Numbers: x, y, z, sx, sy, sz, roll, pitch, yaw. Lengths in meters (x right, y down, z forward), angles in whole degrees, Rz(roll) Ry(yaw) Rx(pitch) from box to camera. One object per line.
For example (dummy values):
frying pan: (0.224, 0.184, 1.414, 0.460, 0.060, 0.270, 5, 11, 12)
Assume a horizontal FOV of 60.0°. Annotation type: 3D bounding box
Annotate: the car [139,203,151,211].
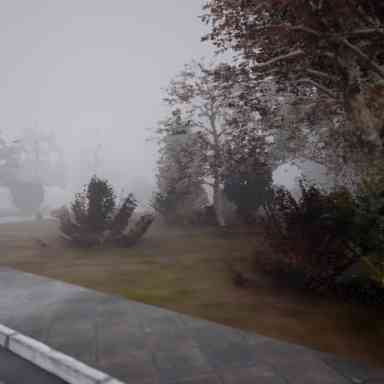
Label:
car: (-7.613, 2.517, 61.254, 2.097, 1.767, 4.553, -3, -2, 33)
